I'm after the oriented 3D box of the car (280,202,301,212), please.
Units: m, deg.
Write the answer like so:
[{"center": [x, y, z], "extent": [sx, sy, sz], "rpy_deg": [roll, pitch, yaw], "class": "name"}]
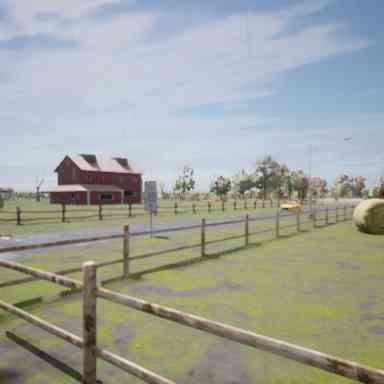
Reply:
[{"center": [14.692, 2.187, 49.441], "extent": [1.882, 1.535, 5.008], "rpy_deg": [-1, -1, 36], "class": "car"}]
